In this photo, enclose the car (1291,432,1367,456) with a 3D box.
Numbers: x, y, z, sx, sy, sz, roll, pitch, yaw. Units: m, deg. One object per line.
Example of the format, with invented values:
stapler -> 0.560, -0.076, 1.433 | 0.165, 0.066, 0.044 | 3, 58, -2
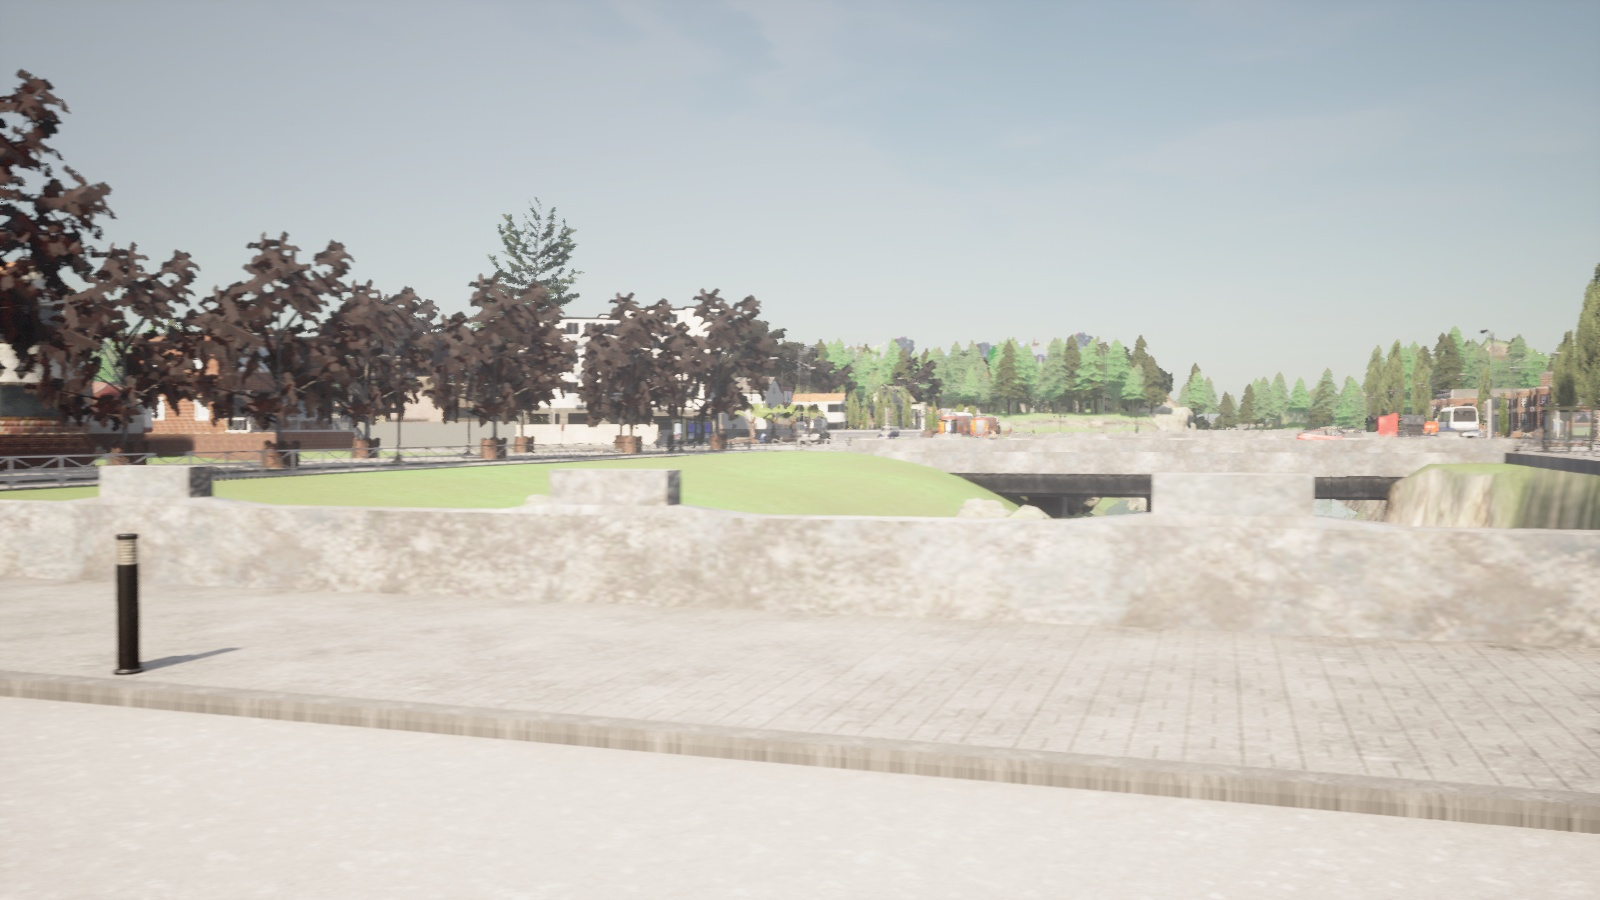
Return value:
car -> 34.972, -0.426, 83.115 | 4.514, 1.525, 2.007 | 1, 1, 19
